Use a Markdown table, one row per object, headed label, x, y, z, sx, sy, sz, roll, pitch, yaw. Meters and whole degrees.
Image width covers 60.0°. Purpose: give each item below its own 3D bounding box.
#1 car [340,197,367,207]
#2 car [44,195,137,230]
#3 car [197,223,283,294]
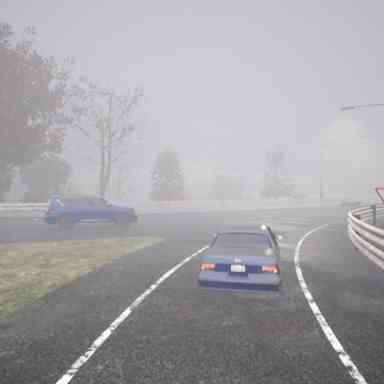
| label | x | y | z | sx | sy | sz | roll | pitch | yaw |
| --- | --- | --- | --- | --- | --- | --- | --- | --- | --- |
| car | 24.113 | 1.620 | 50.113 | 4.718 | 1.301 | 1.895 | 0 | 0 | -45 |
| car | -6.311 | 1.229 | 20.973 | 5.566 | 2.045 | 2.150 | 0 | 0 | -22 |
| car | 1.448 | 1.551 | 8.997 | 2.033 | 1.411 | 5.357 | 0 | 0 | 12 |
